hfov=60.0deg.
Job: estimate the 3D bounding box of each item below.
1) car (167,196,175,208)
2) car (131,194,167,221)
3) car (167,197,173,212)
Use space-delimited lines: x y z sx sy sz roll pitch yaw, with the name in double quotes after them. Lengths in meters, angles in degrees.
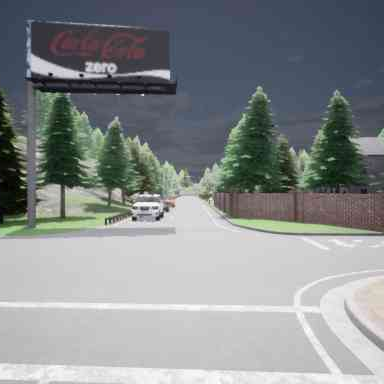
-3.572 1.366 48.750 2.097 1.767 4.553 0 0 0 "car"
-3.596 1.230 27.834 2.150 2.045 5.566 0 0 0 "car"
-3.585 1.575 37.929 1.994 1.385 4.181 0 0 0 "car"
